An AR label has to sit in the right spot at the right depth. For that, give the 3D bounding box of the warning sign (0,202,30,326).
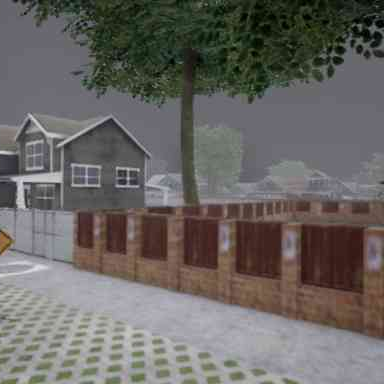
[{"bbox_3d":[-3.471,1.110,5.228,1.060,1.860,1.300,1,0,37],"label":"warning sign"}]
